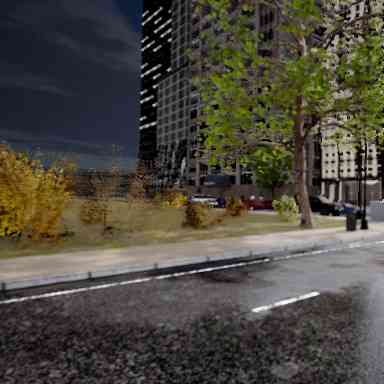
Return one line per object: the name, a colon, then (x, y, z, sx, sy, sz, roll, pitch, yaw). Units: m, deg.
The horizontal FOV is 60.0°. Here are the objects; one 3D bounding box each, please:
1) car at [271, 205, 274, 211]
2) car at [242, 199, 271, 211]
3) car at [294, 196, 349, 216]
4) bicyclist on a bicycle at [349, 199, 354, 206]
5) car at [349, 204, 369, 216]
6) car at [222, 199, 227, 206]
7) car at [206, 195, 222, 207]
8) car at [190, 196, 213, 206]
car: (10.776, 1.809, 43.766, 1.812, 1.442, 4.674, 2, 0, -34)
car: (7.340, 1.679, 43.059, 1.882, 1.535, 5.008, 2, 0, -34)
car: (12.920, 1.434, 34.731, 2.150, 2.045, 5.566, 2, -1, -34)
bicyclist on a bicycle: (22.151, 1.854, 46.292, 1.656, 1.620, 0.582, 1, -1, -34)
car: (16.080, 1.841, 35.902, 2.033, 1.411, 5.357, 2, -1, -31)
car: (5.148, 1.947, 64.030, 1.812, 1.442, 4.674, 2, -1, -34)
car: (2.117, 1.483, 56.748, 2.150, 2.045, 5.566, 2, 0, -33)
car: (1.793, 1.693, 63.299, 2.097, 1.767, 4.553, 2, -1, -33)
